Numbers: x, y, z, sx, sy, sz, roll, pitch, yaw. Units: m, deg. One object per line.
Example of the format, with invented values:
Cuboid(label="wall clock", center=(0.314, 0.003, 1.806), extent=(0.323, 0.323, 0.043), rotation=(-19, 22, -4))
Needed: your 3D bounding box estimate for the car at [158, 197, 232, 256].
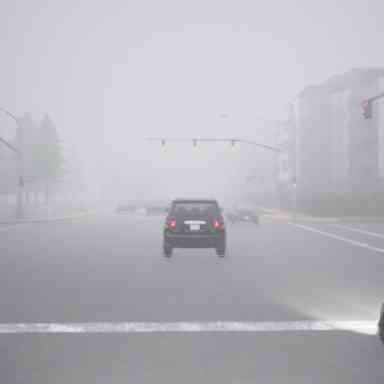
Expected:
Cuboid(label="car", center=(0.093, 1.223, 13.217), extent=(2.150, 2.045, 5.566), rotation=(0, 0, 0))

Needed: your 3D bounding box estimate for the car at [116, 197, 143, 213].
Cuboid(label="car", center=(-7.080, 1.486, 37.137), extent=(1.882, 1.535, 5.008), rotation=(0, 0, 0))

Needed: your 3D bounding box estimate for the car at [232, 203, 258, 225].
Cuboid(label="car", center=(3.582, 1.531, 24.050), extent=(1.812, 1.442, 4.674), rotation=(0, 0, 0))

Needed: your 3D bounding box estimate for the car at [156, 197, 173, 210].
Cuboid(label="car", center=(-3.578, 1.487, 43.957), extent=(1.882, 1.535, 5.008), rotation=(0, 0, 0))

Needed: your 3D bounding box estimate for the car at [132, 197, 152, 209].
Cuboid(label="car", center=(-7.062, 1.502, 47.406), extent=(2.128, 1.511, 4.902), rotation=(0, 0, 0))

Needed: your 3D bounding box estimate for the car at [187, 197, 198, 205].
Cuboid(label="car", center=(0.086, 1.576, 59.695), extent=(1.994, 1.385, 4.181), rotation=(0, 0, 0))

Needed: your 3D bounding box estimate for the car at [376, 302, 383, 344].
Cuboid(label="car", center=(3.598, 1.564, 3.017), extent=(1.994, 1.385, 4.181), rotation=(0, 0, 0))

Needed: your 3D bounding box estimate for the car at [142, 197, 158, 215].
Cuboid(label="car", center=(-3.591, 1.485, 34.541), extent=(1.882, 1.535, 5.008), rotation=(0, 0, 0))
